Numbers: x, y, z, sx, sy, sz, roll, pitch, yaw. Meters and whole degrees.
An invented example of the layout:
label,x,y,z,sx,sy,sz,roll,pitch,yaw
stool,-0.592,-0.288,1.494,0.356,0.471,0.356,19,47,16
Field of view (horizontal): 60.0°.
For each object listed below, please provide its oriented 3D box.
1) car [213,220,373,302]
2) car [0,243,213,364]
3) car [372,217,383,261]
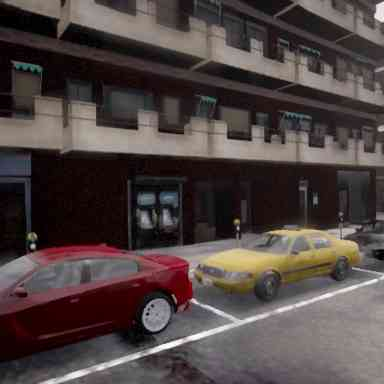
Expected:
label,x,y,z,sx,sy,sz,roll,pitch,yaw
car,2.277,1.520,8.201,4.829,1.417,1.752,0,-1,-35
car,-2.082,1.541,5.091,4.507,1.381,1.887,0,-1,-35
car,6.912,1.558,11.506,4.313,1.339,1.947,0,-1,-35
